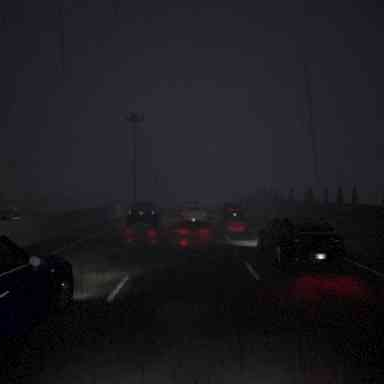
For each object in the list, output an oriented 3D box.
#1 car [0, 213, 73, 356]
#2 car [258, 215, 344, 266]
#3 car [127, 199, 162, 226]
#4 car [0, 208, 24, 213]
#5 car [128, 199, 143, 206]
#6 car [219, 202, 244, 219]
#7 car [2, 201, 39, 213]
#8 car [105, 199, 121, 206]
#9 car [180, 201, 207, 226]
[{"bbox_3d":[-3.399,1.377,4.779,2.097,1.767,4.553,0,0,0],"label":"car"},{"bbox_3d":[3.603,1.563,11.726,1.837,1.490,4.892,0,0,0],"label":"car"},{"bbox_3d":[-3.394,1.473,24.459,2.097,1.767,4.553,0,0,0],"label":"car"},{"bbox_3d":[-10.595,1.683,16.406,1.895,1.301,4.718,0,0,0],"label":"car"},{"bbox_3d":[-10.484,1.921,62.128,1.895,1.301,4.718,0,0,0],"label":"car"},{"bbox_3d":[3.607,1.655,30.471,1.837,1.490,4.892,0,0,0],"label":"car"},{"bbox_3d":[-17.582,1.648,34.111,1.882,1.535,5.008,0,0,0],"label":"car"},{"bbox_3d":[-13.989,1.893,58.962,1.895,1.301,4.718,0,0,0],"label":"car"},{"bbox_3d":[0.104,1.647,24.554,1.812,1.442,4.674,0,0,0],"label":"car"}]
